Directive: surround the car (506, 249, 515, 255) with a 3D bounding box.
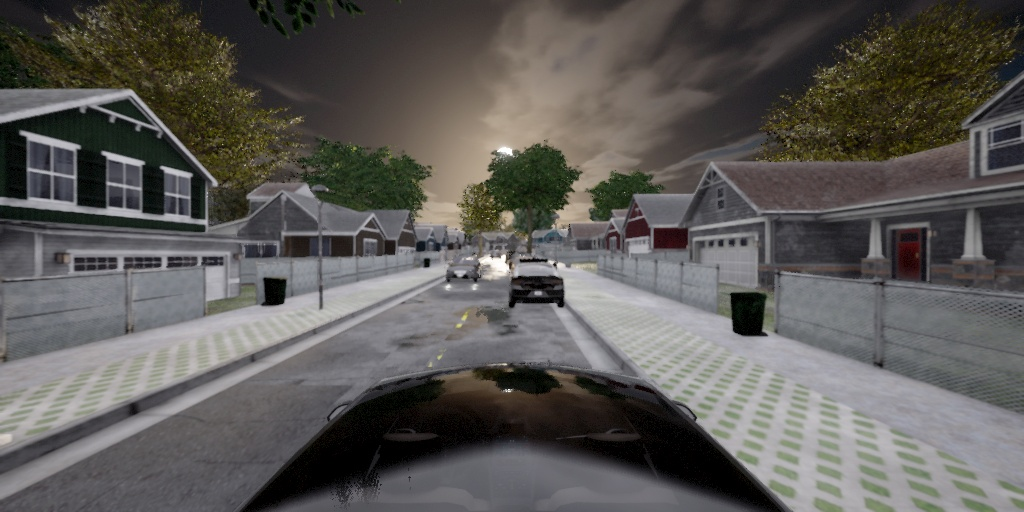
[{"bbox_3d":[0.801,0.430,29.576,2.097,1.767,4.553,0,1,0],"label":"car"}]

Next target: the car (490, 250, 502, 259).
[{"bbox_3d":[-2.833,-0.263,64.008,2.128,1.511,4.902,0,1,0],"label":"car"}]

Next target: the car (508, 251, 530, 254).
[{"bbox_3d":[0.806,0.675,23.800,1.801,1.575,5.366,0,1,0],"label":"car"}]

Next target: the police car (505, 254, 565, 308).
[{"bbox_3d":[0.815,0.889,13.719,1.930,1.638,5.238,0,1,0],"label":"police car"}]

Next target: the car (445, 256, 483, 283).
[{"bbox_3d":[-2.864,0.750,22.233,2.128,1.511,4.902,0,1,0],"label":"car"}]

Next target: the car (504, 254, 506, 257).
[{"bbox_3d":[-0.018,0.067,50.860,1.837,1.490,4.892,0,2,0],"label":"car"}]
